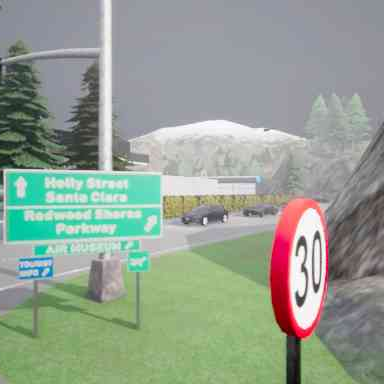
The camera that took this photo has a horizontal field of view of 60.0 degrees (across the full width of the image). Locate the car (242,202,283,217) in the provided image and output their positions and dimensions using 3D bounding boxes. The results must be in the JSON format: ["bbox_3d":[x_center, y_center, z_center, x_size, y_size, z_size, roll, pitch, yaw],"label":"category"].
[{"bbox_3d":[7.148,1.765,34.229,2.033,1.411,5.357,0,0,36],"label":"car"}]

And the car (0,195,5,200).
[{"bbox_3d":[-38.547,1.619,69.956,4.514,1.523,2.007,0,0,35],"label":"car"}]

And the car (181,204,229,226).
[{"bbox_3d":[1.094,1.722,25.907,1.837,1.490,4.892,0,0,36],"label":"car"}]

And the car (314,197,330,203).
[{"bbox_3d":[28.303,1.826,74.877,1.895,1.301,4.718,0,0,-42],"label":"car"}]

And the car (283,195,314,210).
[{"bbox_3d":[13.440,1.439,42.802,2.150,2.045,5.566,0,0,36],"label":"car"}]

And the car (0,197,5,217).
[{"bbox_3d":[-12.332,1.550,26.021,1.905,1.878,3.866,0,0,35],"label":"car"}]
